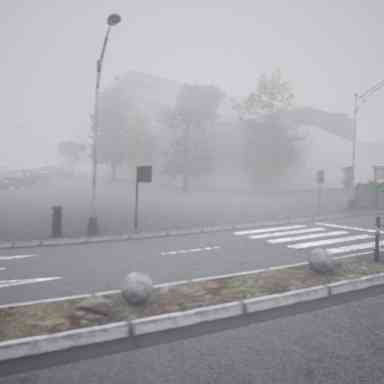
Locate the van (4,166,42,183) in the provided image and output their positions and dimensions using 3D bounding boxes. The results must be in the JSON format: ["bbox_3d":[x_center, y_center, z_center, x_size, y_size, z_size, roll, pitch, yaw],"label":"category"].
[{"bbox_3d":[-23.903,-2.084,46.733,4.442,1.987,1.878,1,6,-29],"label":"van"}]

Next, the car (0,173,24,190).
[{"bbox_3d":[-22.390,-1.014,37.971,5.008,1.535,2.097,1,5,-29],"label":"car"}]

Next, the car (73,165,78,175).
[{"bbox_3d":[-27.812,-4.374,70.418,5.566,2.045,2.435,1,5,-31],"label":"car"}]

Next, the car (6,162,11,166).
[{"bbox_3d":[-48.115,-6.146,81.959,5.008,1.535,2.097,-1,6,-30],"label":"car"}]

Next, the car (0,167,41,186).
[{"bbox_3d":[-23.347,-1.827,43.826,5.566,2.045,2.435,1,6,-29],"label":"car"}]

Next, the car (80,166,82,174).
[{"bbox_3d":[-29.663,-4.975,79.121,5.366,1.575,1.946,1,6,-31],"label":"car"}]

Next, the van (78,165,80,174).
[{"bbox_3d":[-28.839,-4.914,76.328,4.442,1.987,1.878,1,5,-31],"label":"van"}]

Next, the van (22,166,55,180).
[{"bbox_3d":[-24.665,-2.646,52.757,4.442,1.987,1.878,1,5,-29],"label":"van"}]

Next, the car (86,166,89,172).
[{"bbox_3d":[-30.978,-5.768,88.101,5.366,1.575,1.946,1,5,-31],"label":"car"}]

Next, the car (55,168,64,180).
[{"bbox_3d":[-25.754,-2.986,58.619,4.892,1.521,2.231,1,6,-30],"label":"car"}]

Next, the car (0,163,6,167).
[{"bbox_3d":[-47.553,-6.011,79.083,4.553,1.767,2.185,-1,6,-31],"label":"car"}]

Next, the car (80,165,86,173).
[{"bbox_3d":[-30.012,-5.492,82.142,5.566,2.045,2.435,1,5,-31],"label":"car"}]

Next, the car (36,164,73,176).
[{"bbox_3d":[-26.743,-3.805,64.522,5.566,2.045,2.435,1,5,-30],"label":"car"}]

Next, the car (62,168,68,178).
[{"bbox_3d":[-26.246,-3.242,61.588,4.792,1.488,2.163,1,5,-30],"label":"car"}]

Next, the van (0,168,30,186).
[{"bbox_3d":[-22.748,-1.519,40.959,4.442,1.987,1.878,1,5,-29],"label":"van"}]

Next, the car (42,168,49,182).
[{"bbox_3d":[-24.317,-2.266,49.740,4.553,1.767,2.185,1,5,-29],"label":"car"}]
